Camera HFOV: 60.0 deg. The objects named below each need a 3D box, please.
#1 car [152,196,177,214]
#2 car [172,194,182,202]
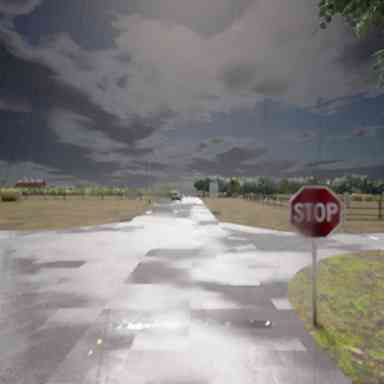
[{"bbox_3d":[-2.748,1.390,32.448,1.895,1.301,4.718,0,1,0],"label":"car"},{"bbox_3d":[-2.748,1.089,58.432,1.895,1.301,4.718,0,1,0],"label":"car"}]
